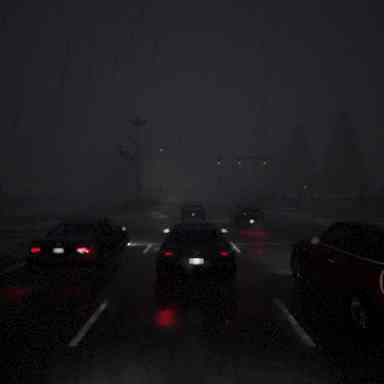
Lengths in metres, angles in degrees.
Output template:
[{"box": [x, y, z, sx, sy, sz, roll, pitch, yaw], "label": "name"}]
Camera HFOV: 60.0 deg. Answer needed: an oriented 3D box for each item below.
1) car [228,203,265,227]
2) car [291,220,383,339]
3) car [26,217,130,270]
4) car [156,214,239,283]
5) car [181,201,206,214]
[{"box": [3.600, 1.490, 22.397, 1.837, 1.490, 4.892, 0, 0, 0], "label": "car"}, {"box": [3.600, 1.347, 6.747, 2.097, 1.767, 4.553, 0, 0, 0], "label": "car"}, {"box": [-3.399, 1.540, 10.982, 2.033, 1.411, 5.357, 0, 0, 0], "label": "car"}, {"box": [0.100, 1.557, 9.629, 1.994, 1.385, 4.181, 0, 0, 0], "label": "car"}, {"box": [0.101, 1.473, 27.280, 2.128, 1.511, 4.902, 0, 0, 0], "label": "car"}]
